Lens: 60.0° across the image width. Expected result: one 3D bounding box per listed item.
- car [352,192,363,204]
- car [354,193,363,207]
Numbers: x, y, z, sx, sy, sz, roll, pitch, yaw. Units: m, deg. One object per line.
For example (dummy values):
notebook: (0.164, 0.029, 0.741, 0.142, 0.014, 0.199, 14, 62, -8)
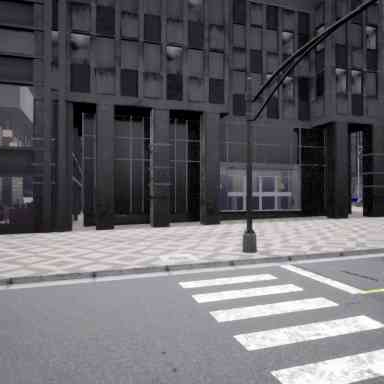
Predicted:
car: (23.435, 0.961, 46.144, 2.150, 2.045, 5.566, 0, -1, -17)
car: (22.093, 1.177, 39.443, 1.837, 1.490, 4.892, 0, 0, -17)
